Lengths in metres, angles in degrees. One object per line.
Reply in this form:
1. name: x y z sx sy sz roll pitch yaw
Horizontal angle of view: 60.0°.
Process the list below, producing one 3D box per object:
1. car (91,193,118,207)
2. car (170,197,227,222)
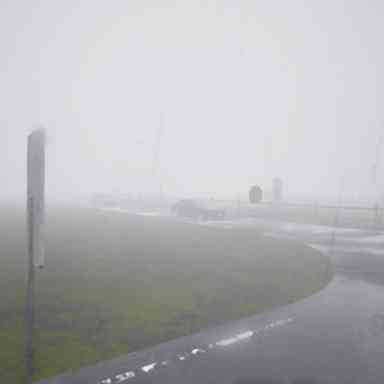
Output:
1. car: -10.017 0.906 37.965 1.837 1.490 4.892 1 1 -35
2. car: 0.366 1.176 23.355 1.882 1.535 5.008 1 1 -35
